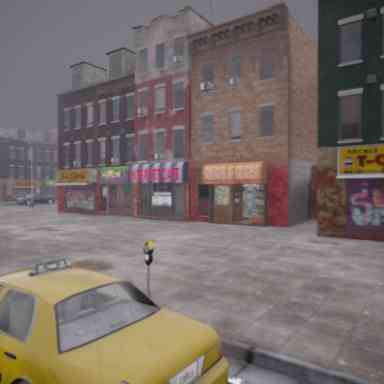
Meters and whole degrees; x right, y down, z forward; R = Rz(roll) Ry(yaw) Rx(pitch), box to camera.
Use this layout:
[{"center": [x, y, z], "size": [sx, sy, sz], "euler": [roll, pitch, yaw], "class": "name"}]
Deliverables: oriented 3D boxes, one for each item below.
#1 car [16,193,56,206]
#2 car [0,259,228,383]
[{"center": [-19.836, 0.910, 42.388], "size": [1.837, 1.490, 4.892], "euler": [0, 2, 35], "class": "car"}, {"center": [-1.921, 1.528, 4.174], "size": [4.829, 1.417, 1.752], "euler": [0, 0, 35], "class": "car"}]
